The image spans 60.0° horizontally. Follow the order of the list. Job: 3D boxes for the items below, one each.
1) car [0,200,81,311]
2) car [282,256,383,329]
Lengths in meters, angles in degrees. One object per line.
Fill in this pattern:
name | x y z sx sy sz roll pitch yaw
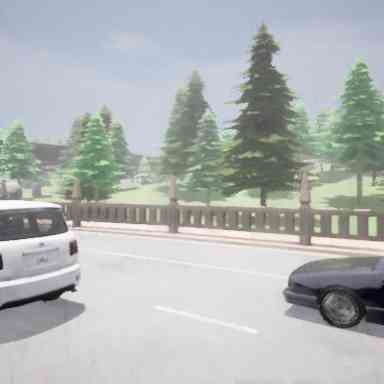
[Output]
car | -4.751 1.182 6.824 5.566 2.045 2.150 0 0 31
car | 4.252 1.521 5.146 5.357 1.411 2.033 0 0 35
